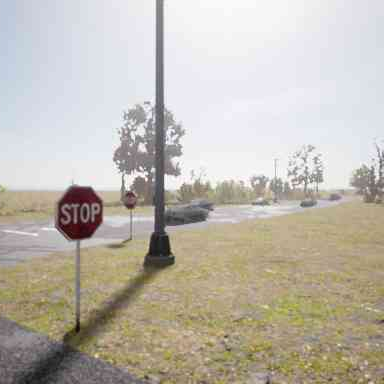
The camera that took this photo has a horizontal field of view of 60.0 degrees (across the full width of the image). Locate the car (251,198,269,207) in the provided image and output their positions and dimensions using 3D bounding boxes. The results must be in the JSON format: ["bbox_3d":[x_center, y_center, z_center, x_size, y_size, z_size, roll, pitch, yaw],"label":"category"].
[{"bbox_3d":[11.478,1.721,56.110,1.994,1.385,4.181,0,0,34],"label":"car"}]

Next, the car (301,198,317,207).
[{"bbox_3d":[19.903,1.747,56.528,1.994,1.385,4.181,0,0,30],"label":"car"}]

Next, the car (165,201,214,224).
[{"bbox_3d":[-0.408,1.643,25.863,1.994,1.385,4.181,0,0,34],"label":"car"}]

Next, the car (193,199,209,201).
[{"bbox_3d":[0.846,1.601,40.298,1.882,1.535,5.008,0,0,34],"label":"car"}]
